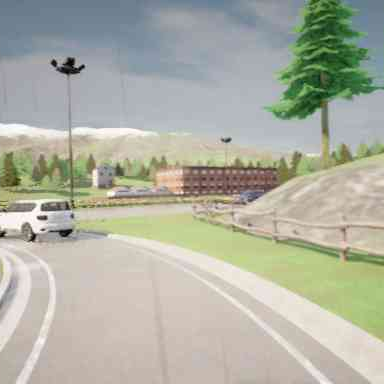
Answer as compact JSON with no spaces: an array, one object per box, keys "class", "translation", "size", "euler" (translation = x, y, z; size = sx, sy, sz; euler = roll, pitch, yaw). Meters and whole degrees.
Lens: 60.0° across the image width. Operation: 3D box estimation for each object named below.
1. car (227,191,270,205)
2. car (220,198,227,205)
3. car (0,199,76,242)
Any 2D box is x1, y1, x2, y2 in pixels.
[{"class":"car","translation":[8.616,0.902,50.211],"size":[5.566,2.045,2.150],"euler":[-2,0,-31]},{"class":"car","translation":[6.809,1.202,53.199],"size":[5.008,1.535,1.882],"euler":[-2,0,-31]},{"class":"car","translation":[-8.540,1.427,17.815],"size":[5.566,2.045,2.150],"euler":[-1,-1,37]}]
